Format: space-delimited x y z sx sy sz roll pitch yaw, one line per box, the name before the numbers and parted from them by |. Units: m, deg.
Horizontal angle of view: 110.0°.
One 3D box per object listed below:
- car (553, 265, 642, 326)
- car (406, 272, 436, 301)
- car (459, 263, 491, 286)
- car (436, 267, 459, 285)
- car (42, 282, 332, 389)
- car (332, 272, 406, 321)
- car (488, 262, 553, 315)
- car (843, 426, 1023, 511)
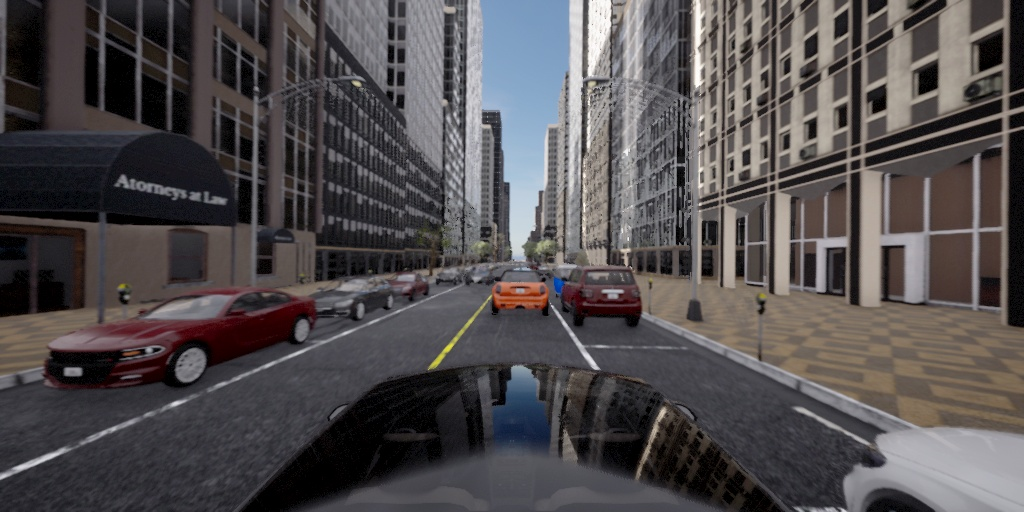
car | 2.866 1.240 12.379 2.192 1.841 5.009 0 0 1
car | -5.379 1.477 18.258 1.802 1.307 4.207 0 0 1
car | -2.518 1.555 28.465 2.128 1.511 4.902 1 -1 2
car | -5.114 1.596 29.622 2.007 1.370 4.403 0 0 1
car | -5.645 1.289 6.895 1.888 1.381 4.507 0 0 1
car | -5.513 1.370 12.577 2.007 1.370 4.403 0 0 1
car | 0.344 1.275 14.747 2.097 1.767 4.553 1 -1 1
car | 3.053 1.298 0.361 1.812 1.442 4.674 1 -1 1
